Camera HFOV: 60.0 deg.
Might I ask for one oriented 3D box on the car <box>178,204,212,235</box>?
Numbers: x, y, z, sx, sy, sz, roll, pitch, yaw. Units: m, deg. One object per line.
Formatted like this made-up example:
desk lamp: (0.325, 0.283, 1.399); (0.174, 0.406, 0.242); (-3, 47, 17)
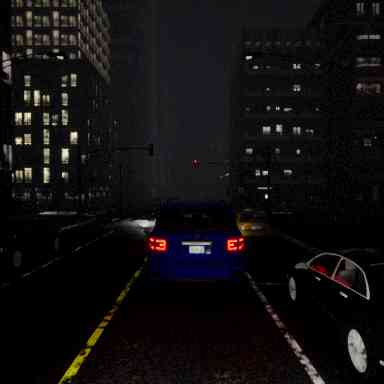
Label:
car: (0.092, 1.520, 19.712); (1.812, 1.442, 4.674); (0, 0, -2)

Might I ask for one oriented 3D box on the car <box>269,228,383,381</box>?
car: (2.805, 1.549, 5.289); (2.008, 1.369, 4.403); (-1, 0, 0)

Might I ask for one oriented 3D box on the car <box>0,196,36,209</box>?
car: (-21.673, 1.274, 40.202); (4.829, 1.417, 1.752); (0, 0, 1)

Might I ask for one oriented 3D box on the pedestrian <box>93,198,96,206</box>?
pedestrian: (-12.561, 1.299, 43.052); (0.500, 1.100, 0.500); (0, 0, 1)

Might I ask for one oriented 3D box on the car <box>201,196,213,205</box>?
car: (2.660, 1.538, 60.187); (2.008, 1.369, 4.403); (-1, 0, 0)

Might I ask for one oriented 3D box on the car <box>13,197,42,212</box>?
car: (-17.826, 1.442, 34.389); (4.181, 1.385, 1.994); (0, 1, 1)

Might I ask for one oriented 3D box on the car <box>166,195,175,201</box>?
car: (-5.727, 1.529, 88.457); (1.887, 1.381, 4.507); (-1, 0, 0)

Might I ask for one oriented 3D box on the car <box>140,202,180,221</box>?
car: (-2.550, 1.557, 27.752); (1.994, 1.385, 4.181); (0, 0, 15)

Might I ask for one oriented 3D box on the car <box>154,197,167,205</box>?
car: (-5.719, 1.553, 60.185); (1.947, 1.339, 4.313); (-1, 0, 0)

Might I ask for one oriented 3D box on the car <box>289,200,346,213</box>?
car: (13.747, 1.641, 37.156); (5.357, 1.411, 2.033); (0, 1, 1)

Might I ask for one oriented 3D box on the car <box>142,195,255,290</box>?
car: (0.094, 1.219, 9.201); (2.150, 2.045, 5.566); (0, 0, 0)

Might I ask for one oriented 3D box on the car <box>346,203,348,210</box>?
car: (16.302, 1.622, 39.714); (4.403, 1.369, 2.008); (0, 0, 1)

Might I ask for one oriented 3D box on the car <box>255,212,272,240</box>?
car: (2.801, 1.521, 16.747); (1.752, 1.417, 4.829); (-1, 0, 0)

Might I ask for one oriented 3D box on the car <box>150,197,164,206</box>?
car: (-5.718, 1.513, 54.360); (1.752, 1.417, 4.829); (-1, 0, 0)

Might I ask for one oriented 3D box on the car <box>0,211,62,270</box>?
car: (-5.836, 1.542, 10.988); (1.887, 1.381, 4.507); (-1, 0, 0)

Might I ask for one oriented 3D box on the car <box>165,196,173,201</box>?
car: (-5.725, 1.567, 82.803); (1.802, 1.307, 4.206); (-1, 0, 0)

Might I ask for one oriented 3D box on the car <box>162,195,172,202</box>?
car: (-5.724, 1.530, 77.148); (1.887, 1.381, 4.507); (-1, 0, 0)

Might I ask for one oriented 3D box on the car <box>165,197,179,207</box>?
car: (-3.107, 1.552, 52.656); (1.994, 1.385, 4.181); (0, 0, 0)

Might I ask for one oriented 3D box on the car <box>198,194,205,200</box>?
car: (2.650, 1.424, 94.115); (1.967, 1.590, 4.097); (-1, 0, 0)
